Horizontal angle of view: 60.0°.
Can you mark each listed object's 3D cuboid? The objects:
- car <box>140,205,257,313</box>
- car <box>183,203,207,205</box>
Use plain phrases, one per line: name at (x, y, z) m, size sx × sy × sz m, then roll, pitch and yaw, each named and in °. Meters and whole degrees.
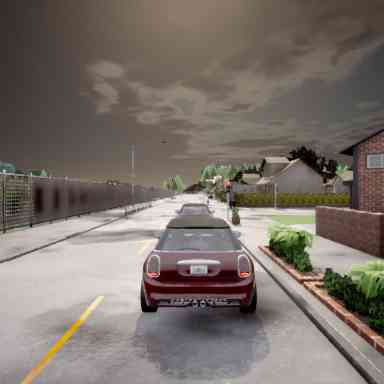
car at (0.120, 1.352, 7.840) m, size 2.097 × 1.767 × 4.553 m, roll 0°, pitch 0°, yaw 0°
car at (0.152, 1.352, 17.538) m, size 2.097 × 1.767 × 4.553 m, roll 0°, pitch 0°, yaw 0°
